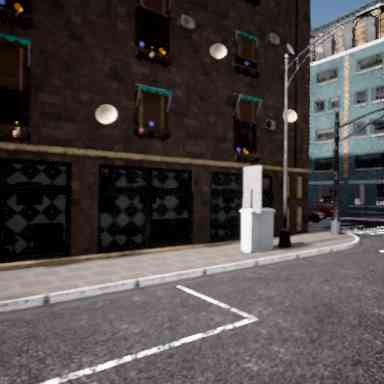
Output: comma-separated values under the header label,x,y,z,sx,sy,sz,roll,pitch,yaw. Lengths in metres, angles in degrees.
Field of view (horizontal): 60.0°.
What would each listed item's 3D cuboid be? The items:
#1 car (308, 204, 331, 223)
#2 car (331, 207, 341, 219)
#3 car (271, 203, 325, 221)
label,x,y,z,sx,sy,sz,roll,pitch,yaw
car,7.868,1.606,25.821,1.837,1.490,4.892,1,-1,-35
car,11.528,1.783,30.678,1.802,1.307,4.206,0,-1,-35
car,9.257,1.728,29.307,1.994,1.385,4.181,1,-1,-34
